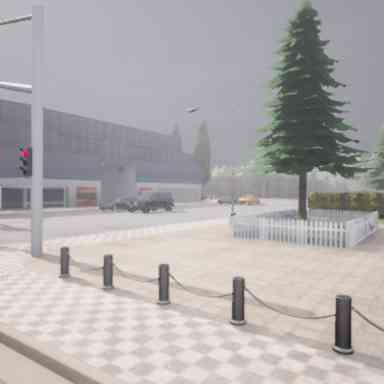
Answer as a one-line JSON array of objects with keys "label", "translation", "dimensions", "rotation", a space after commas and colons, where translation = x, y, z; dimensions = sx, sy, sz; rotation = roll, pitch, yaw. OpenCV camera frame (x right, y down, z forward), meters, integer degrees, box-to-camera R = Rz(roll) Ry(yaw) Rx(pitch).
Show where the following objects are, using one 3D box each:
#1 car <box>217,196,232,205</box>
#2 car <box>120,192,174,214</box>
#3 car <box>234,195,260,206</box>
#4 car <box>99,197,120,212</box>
[{"label": "car", "translation": [6.043, 1.285, 53.038], "dimensions": [2.033, 1.411, 5.357], "rotation": [1, 0, 36]}, {"label": "car", "translation": [-4.053, 0.998, 33.063], "dimensions": [2.150, 2.045, 5.566], "rotation": [1, 0, 36]}, {"label": "car", "translation": [8.721, 1.251, 50.770], "dimensions": [1.882, 1.535, 5.008], "rotation": [1, 0, 36]}, {"label": "car", "translation": [-7.385, 1.247, 34.423], "dimensions": [1.837, 1.490, 4.892], "rotation": [1, 1, 36]}]
